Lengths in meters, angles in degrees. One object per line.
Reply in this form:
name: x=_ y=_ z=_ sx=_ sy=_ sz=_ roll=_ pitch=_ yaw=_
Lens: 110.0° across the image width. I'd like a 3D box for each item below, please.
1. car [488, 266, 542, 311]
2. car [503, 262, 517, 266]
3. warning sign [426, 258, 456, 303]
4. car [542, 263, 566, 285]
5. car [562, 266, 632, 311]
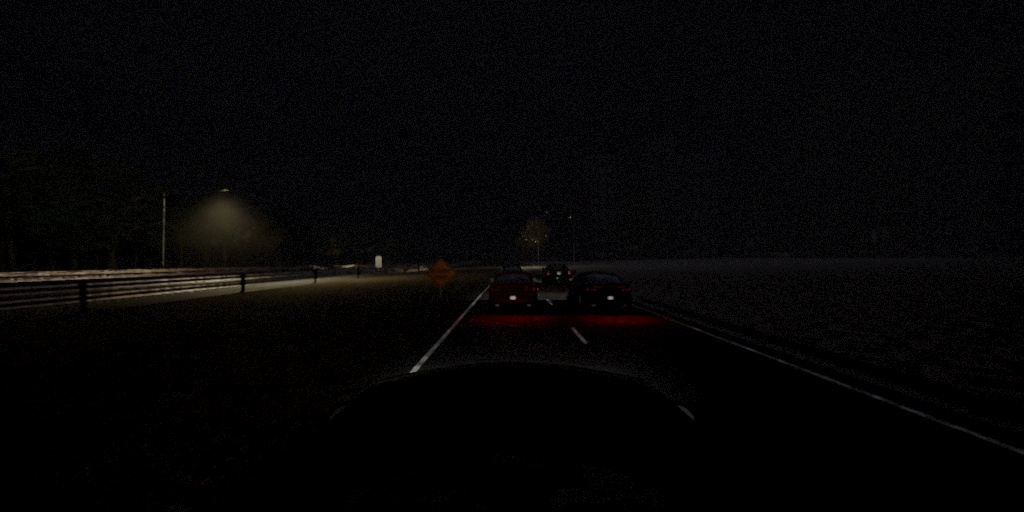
car: x=0.059 y=1.369 z=15.409 sx=1.882 sy=1.535 sz=5.008 roll=0 pitch=0 yaw=0
car: x=0.063 y=1.523 z=30.354 sx=1.882 sy=1.535 sz=5.008 roll=0 pitch=0 yaw=1
warning sign: x=-3.046 y=1.006 z=15.359 sx=1.300 sy=1.860 sz=1.060 roll=0 pitch=0 yaw=0
car: x=3.552 y=1.385 z=29.117 sx=2.097 sy=1.767 sz=4.553 roll=0 pitch=-1 yaw=0
car: x=3.558 y=1.369 z=15.348 sx=1.882 sy=1.535 sz=5.008 roll=0 pitch=0 yaw=0
